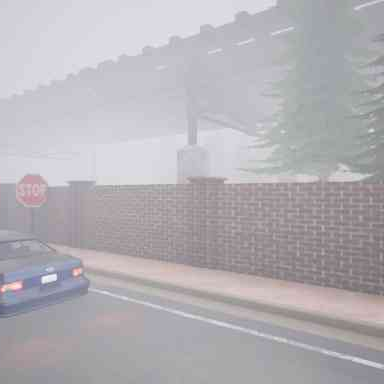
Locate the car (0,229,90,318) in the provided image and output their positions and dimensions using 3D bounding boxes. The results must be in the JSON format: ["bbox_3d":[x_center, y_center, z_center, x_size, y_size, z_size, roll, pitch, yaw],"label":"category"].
[{"bbox_3d":[-4.519,1.547,7.220,5.357,1.411,2.033,0,0,35],"label":"car"}]
